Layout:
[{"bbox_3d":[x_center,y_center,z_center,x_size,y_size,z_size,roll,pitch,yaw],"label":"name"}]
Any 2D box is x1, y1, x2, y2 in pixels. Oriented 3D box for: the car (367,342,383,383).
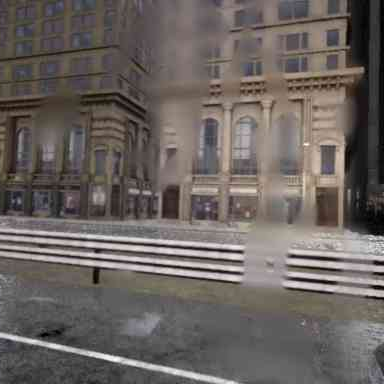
[{"bbox_3d":[4.100,1.790,2.546,4.892,1.490,1.837,1,-3,19],"label":"car"}]
